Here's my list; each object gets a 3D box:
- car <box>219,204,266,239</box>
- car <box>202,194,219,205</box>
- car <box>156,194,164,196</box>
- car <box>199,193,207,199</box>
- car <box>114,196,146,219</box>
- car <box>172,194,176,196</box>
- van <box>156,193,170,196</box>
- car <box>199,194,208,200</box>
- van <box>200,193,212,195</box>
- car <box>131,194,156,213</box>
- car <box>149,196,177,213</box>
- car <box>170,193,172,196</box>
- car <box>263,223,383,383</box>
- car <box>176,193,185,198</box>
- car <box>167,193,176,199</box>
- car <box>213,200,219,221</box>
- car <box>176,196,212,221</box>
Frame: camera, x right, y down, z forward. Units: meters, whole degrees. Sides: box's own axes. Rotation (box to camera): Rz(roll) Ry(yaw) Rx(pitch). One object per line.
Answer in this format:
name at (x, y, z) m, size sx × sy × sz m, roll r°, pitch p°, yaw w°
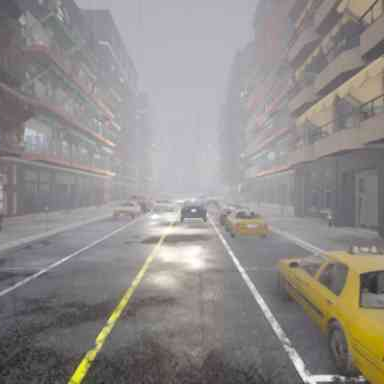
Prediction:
car at (2.591, 1.420, 16.617) m, size 1.752 × 1.417 × 4.829 m, roll 1°, pitch 0°, yaw 0°
car at (2.620, 1.275, 44.800) m, size 2.008 × 1.369 × 4.403 m, roll 1°, pitch 0°, yaw 0°
car at (-5.239, 1.308, 44.780) m, size 1.802 × 1.307 × 4.206 m, roll 1°, pitch 0°, yaw 0°
car at (2.661, 1.043, 84.496) m, size 1.887 × 1.381 × 4.507 m, roll 1°, pitch 0°, yaw 0°
car at (-5.283, 1.354, 27.597) m, size 1.752 × 1.417 × 4.829 m, roll 1°, pitch 0°, yaw 0°
car at (-5.198, 1.113, 73.134) m, size 2.008 × 1.369 × 4.403 m, roll 1°, pitch 0°, yaw 0°
van at (-5.213, 1.000, 56.120) m, size 1.690 × 1.788 × 3.998 m, roll 1°, pitch 0°, yaw 0°
car at (2.654, 1.095, 78.825) m, size 1.947 × 1.339 × 4.313 m, roll 1°, pitch 0°, yaw 0°
van at (2.634, 0.999, 56.140) m, size 1.690 × 1.788 × 3.998 m, roll 1°, pitch 0°, yaw 0°
car at (-5.278, 1.109, 33.437) m, size 2.192 × 1.841 × 5.009 m, roll 1°, pitch 0°, yaw 0°
car at (-2.814, 1.393, 33.533) m, size 1.895 × 1.301 × 4.718 m, roll 0°, pitch 0°, yaw 0°
car at (-5.210, 1.171, 61.792) m, size 1.887 × 1.381 × 4.507 m, roll 1°, pitch 0°, yaw 0°
car at (2.579, 1.491, 5.276) m, size 1.752 × 1.417 × 4.829 m, roll 1°, pitch 0°, yaw 0°
car at (-2.673, 0.907, 75.345) m, size 1.882 × 1.535 × 5.008 m, roll 0°, pitch 0°, yaw 0°
car at (-5.187, 1.044, 84.476) m, size 1.887 × 1.381 × 4.507 m, roll 1°, pitch 0°, yaw 0°
car at (2.596, 1.443, 22.118) m, size 1.802 × 1.307 × 4.206 m, roll 1°, pitch 0°, yaw 0°
car at (0.126, 1.343, 25.784) m, size 2.163 × 1.488 × 4.792 m, roll 0°, pitch 0°, yaw 0°
